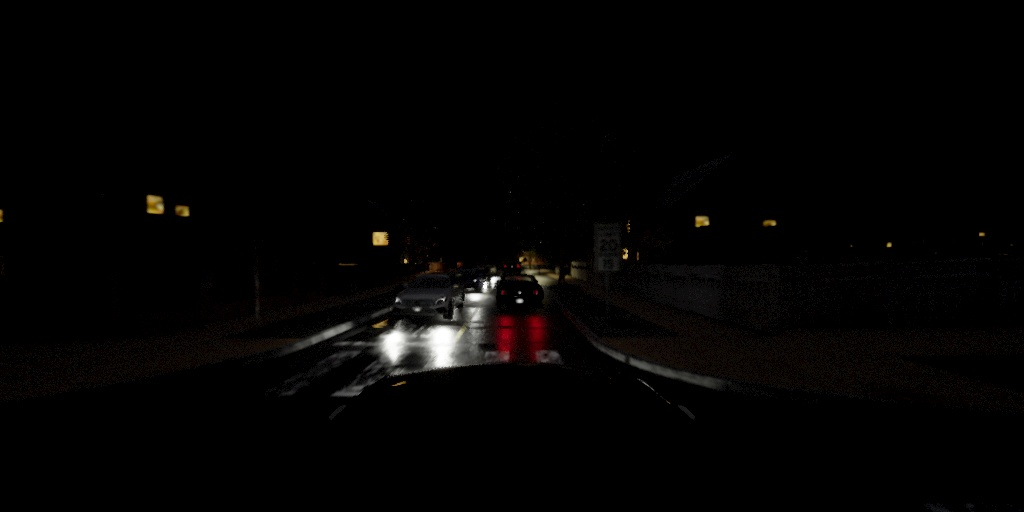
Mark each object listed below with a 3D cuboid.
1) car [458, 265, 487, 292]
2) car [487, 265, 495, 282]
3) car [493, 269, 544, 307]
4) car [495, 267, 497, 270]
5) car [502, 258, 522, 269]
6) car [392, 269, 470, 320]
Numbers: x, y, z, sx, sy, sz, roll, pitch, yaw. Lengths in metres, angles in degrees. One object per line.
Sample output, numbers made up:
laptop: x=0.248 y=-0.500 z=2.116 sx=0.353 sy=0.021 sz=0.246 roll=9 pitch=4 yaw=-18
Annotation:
car: x=-2.839 y=1.428 z=22.911 sx=1.812 sy=1.442 sz=4.674 roll=0 pitch=-1 yaw=0
car: x=-2.838 y=1.537 z=32.200 sx=1.994 sy=1.385 sz=4.181 roll=0 pitch=0 yaw=0
car: x=0.237 y=1.450 z=15.971 sx=1.895 sy=1.301 sz=4.718 roll=0 pitch=0 yaw=-1
car: x=-2.803 y=1.664 z=42.524 sx=1.895 sy=1.301 sz=4.718 roll=0 pitch=-1 yaw=0
car: x=0.006 y=1.288 z=42.867 sx=2.150 sy=2.045 sz=5.566 roll=0 pitch=0 yaw=0
car: x=-2.850 y=1.355 z=13.117 sx=1.812 sy=1.442 sz=4.674 roll=0 pitch=-1 yaw=0
